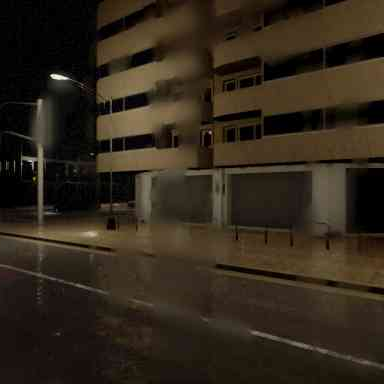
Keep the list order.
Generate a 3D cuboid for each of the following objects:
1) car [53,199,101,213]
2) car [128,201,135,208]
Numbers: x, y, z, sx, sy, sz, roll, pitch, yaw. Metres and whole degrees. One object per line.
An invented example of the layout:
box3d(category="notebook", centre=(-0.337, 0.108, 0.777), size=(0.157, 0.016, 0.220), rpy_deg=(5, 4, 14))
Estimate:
box3d(category="car", centre=(-12.963, 1.547, 37.900), size=(2.033, 1.411, 5.357), rpy_deg=(0, 0, 37))
box3d(category="car", centre=(-6.755, 1.478, 46.366), size=(1.882, 1.535, 5.008), rpy_deg=(0, 0, 36))
